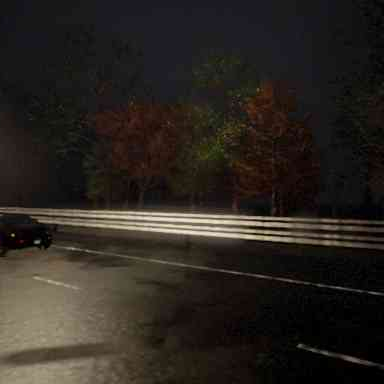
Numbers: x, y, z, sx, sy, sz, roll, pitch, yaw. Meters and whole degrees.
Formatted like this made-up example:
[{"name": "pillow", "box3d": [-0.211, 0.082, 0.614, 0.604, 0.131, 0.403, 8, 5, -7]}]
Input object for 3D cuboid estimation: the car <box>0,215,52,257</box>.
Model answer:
[{"name": "car", "box3d": [-7.561, 1.670, 13.645, 4.674, 1.442, 1.812, 0, 0, 36]}]
